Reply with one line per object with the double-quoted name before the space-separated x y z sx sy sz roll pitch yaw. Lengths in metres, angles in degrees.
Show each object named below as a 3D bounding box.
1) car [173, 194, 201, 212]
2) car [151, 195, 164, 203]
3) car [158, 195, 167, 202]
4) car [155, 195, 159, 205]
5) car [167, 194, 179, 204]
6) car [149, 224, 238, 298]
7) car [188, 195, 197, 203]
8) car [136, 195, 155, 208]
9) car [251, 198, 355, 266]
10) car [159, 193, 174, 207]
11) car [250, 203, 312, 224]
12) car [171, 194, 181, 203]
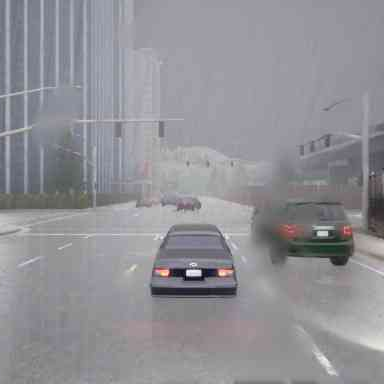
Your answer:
"car" -0.333 1.373 40.396 2.097 1.767 4.553 0 0 14
"car" -6.990 1.491 68.071 2.128 1.511 4.902 0 0 0
"car" -6.974 1.516 78.309 1.812 1.442 4.674 0 0 0
"car" -7.059 1.352 58.134 2.097 1.767 4.553 0 0 0
"car" -3.538 1.352 62.564 2.097 1.767 4.553 0 0 0
"car" 0.058 1.547 8.683 2.033 1.411 5.357 0 0 1
"car" 0.107 1.504 70.168 1.837 1.490 4.892 0 0 0
"car" -7.075 1.504 48.942 1.837 1.490 4.892 0 0 0
"car" 3.575 1.221 11.716 2.150 2.045 5.566 0 0 1
"car" -3.570 1.221 52.869 2.150 2.045 5.566 0 0 0
"car" 6.611 1.586 25.067 4.181 1.385 1.994 0 0 0
"car" -3.475 1.355 72.598 2.097 1.767 4.553 0 0 0
